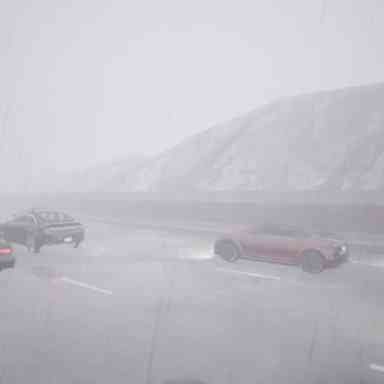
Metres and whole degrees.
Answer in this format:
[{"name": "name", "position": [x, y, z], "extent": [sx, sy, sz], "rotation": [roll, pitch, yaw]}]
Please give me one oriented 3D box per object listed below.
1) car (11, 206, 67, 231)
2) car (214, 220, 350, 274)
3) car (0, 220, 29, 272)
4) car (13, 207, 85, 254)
[{"name": "car", "position": [-10.425, 1.689, 22.441], "extent": [1.895, 1.301, 4.718], "rotation": [0, 0, -45]}, {"name": "car", "position": [2.792, 1.606, 10.806], "extent": [4.181, 1.385, 1.994], "rotation": [0, 0, 38]}, {"name": "car", "position": [-7.070, 1.587, 9.742], "extent": [5.357, 1.411, 2.033], "rotation": [0, 0, 41]}, {"name": "car", "position": [-6.371, 1.546, 13.835], "extent": [4.902, 1.511, 2.128], "rotation": [0, 0, 41]}]
